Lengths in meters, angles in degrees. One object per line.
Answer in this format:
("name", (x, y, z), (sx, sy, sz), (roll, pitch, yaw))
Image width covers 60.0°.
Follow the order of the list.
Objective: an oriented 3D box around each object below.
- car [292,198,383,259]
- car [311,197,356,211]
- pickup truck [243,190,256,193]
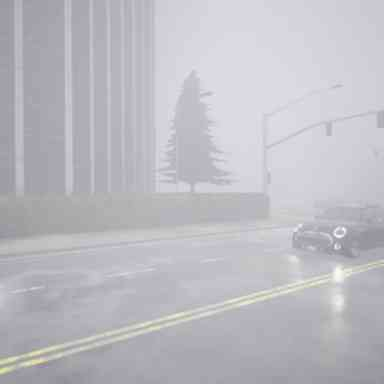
("car", (5.798, 1.263, 12.324), (4.553, 1.767, 2.097), (-1, 0, -35))
("car", (15.661, 1.307, 37.034), (1.994, 1.385, 4.181), (0, 0, -34))
("pickup truck", (12.074, 0.680, 70.201), (2.390, 2.098, 6.274), (0, 0, -6))
